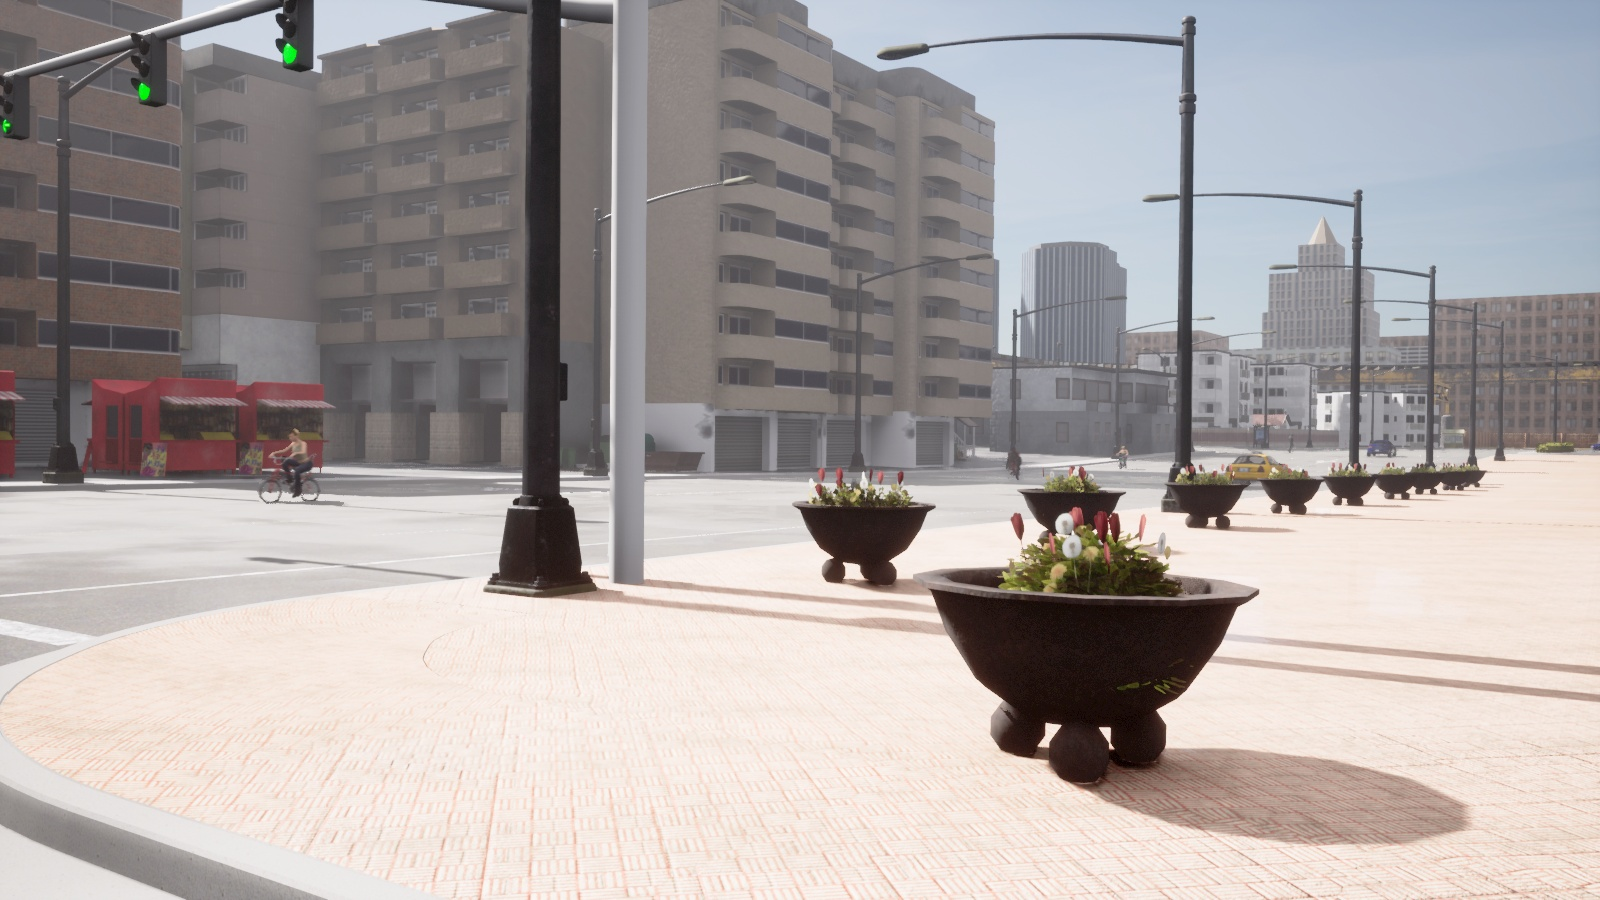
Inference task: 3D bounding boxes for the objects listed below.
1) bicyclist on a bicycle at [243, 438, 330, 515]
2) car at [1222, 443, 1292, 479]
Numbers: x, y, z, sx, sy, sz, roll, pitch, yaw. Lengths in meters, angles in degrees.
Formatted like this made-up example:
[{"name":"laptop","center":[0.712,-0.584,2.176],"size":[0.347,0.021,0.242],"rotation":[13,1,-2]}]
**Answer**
[{"name":"bicyclist on a bicycle","center":[-11.131,0.546,27.261],"size":[0.866,1.612,1.509],"rotation":[0,0,33]},{"name":"car","center":[20.713,0.463,56.805],"size":[1.801,1.575,5.366],"rotation":[0,0,33]}]
